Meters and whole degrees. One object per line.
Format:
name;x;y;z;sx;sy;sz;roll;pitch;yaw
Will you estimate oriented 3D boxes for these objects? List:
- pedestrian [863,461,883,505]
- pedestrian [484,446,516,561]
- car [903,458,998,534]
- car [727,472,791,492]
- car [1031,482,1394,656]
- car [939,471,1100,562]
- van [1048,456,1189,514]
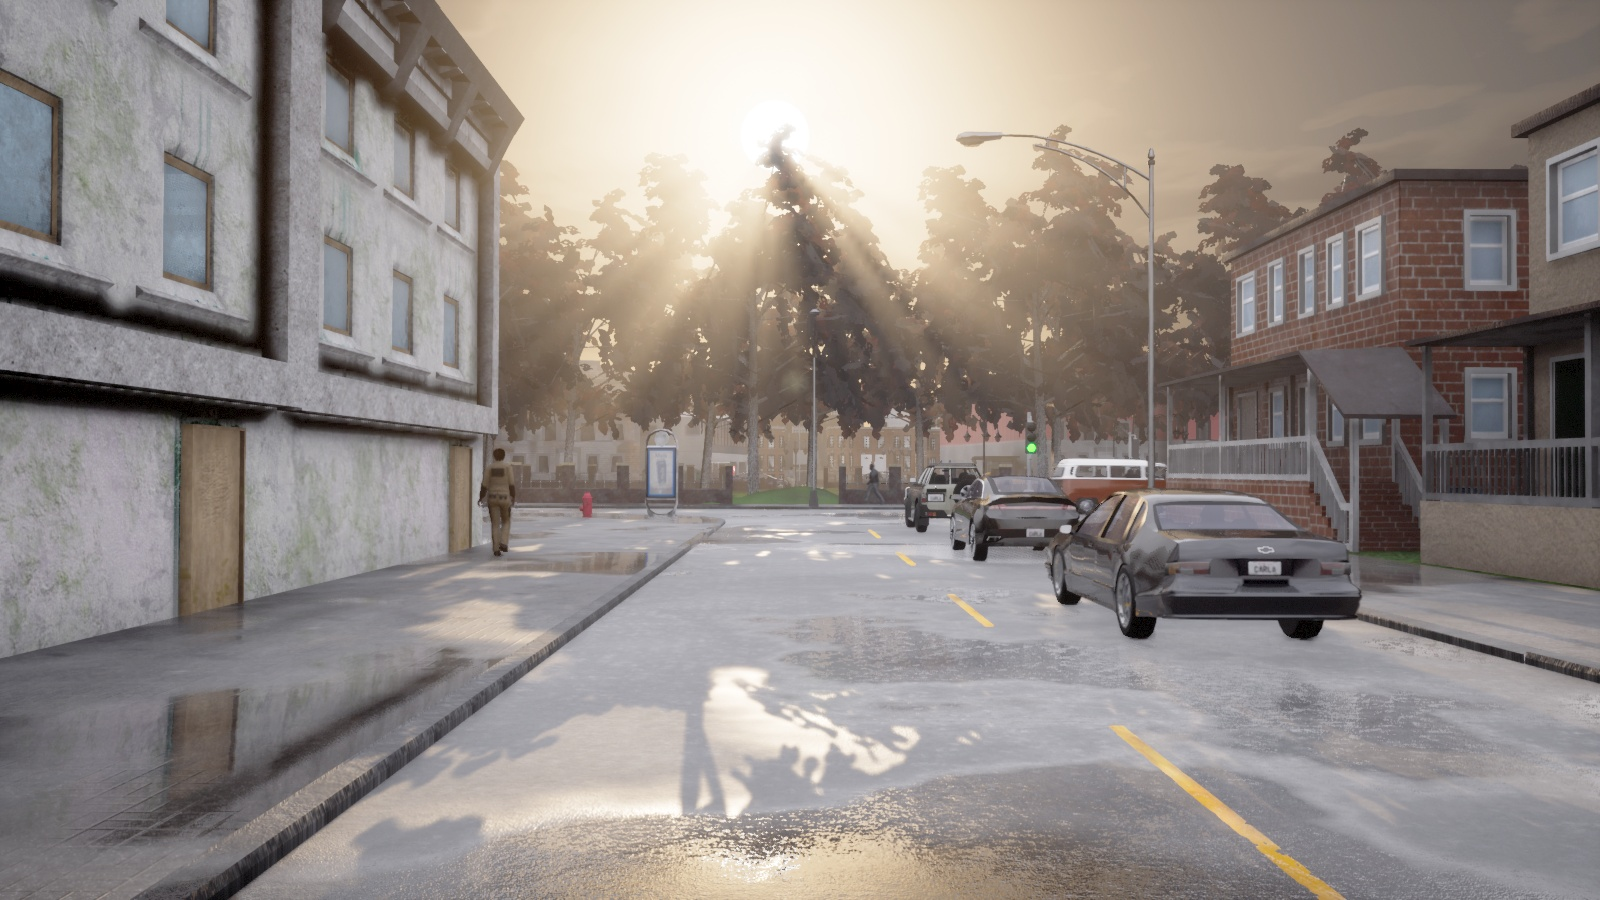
pedestrian;3.182;1.426;54.611;0.849;1.883;0.563;0;-1;0
pedestrian;-5.094;0.902;21.357;0.396;1.930;0.692;0;-1;-2
car;3.903;1.173;33.289;1.932;1.855;4.605;0;-1;0
car;-3.044;2.410;94.516;4.792;1.488;2.163;0;-1;0
car;3.961;1.067;13.229;2.033;1.411;5.357;0;-1;0
car;3.931;1.147;23.369;2.128;1.511;4.902;0;-1;0
van;11.432;1.250;45.250;4.480;2.038;2.069;0;-1;-5
